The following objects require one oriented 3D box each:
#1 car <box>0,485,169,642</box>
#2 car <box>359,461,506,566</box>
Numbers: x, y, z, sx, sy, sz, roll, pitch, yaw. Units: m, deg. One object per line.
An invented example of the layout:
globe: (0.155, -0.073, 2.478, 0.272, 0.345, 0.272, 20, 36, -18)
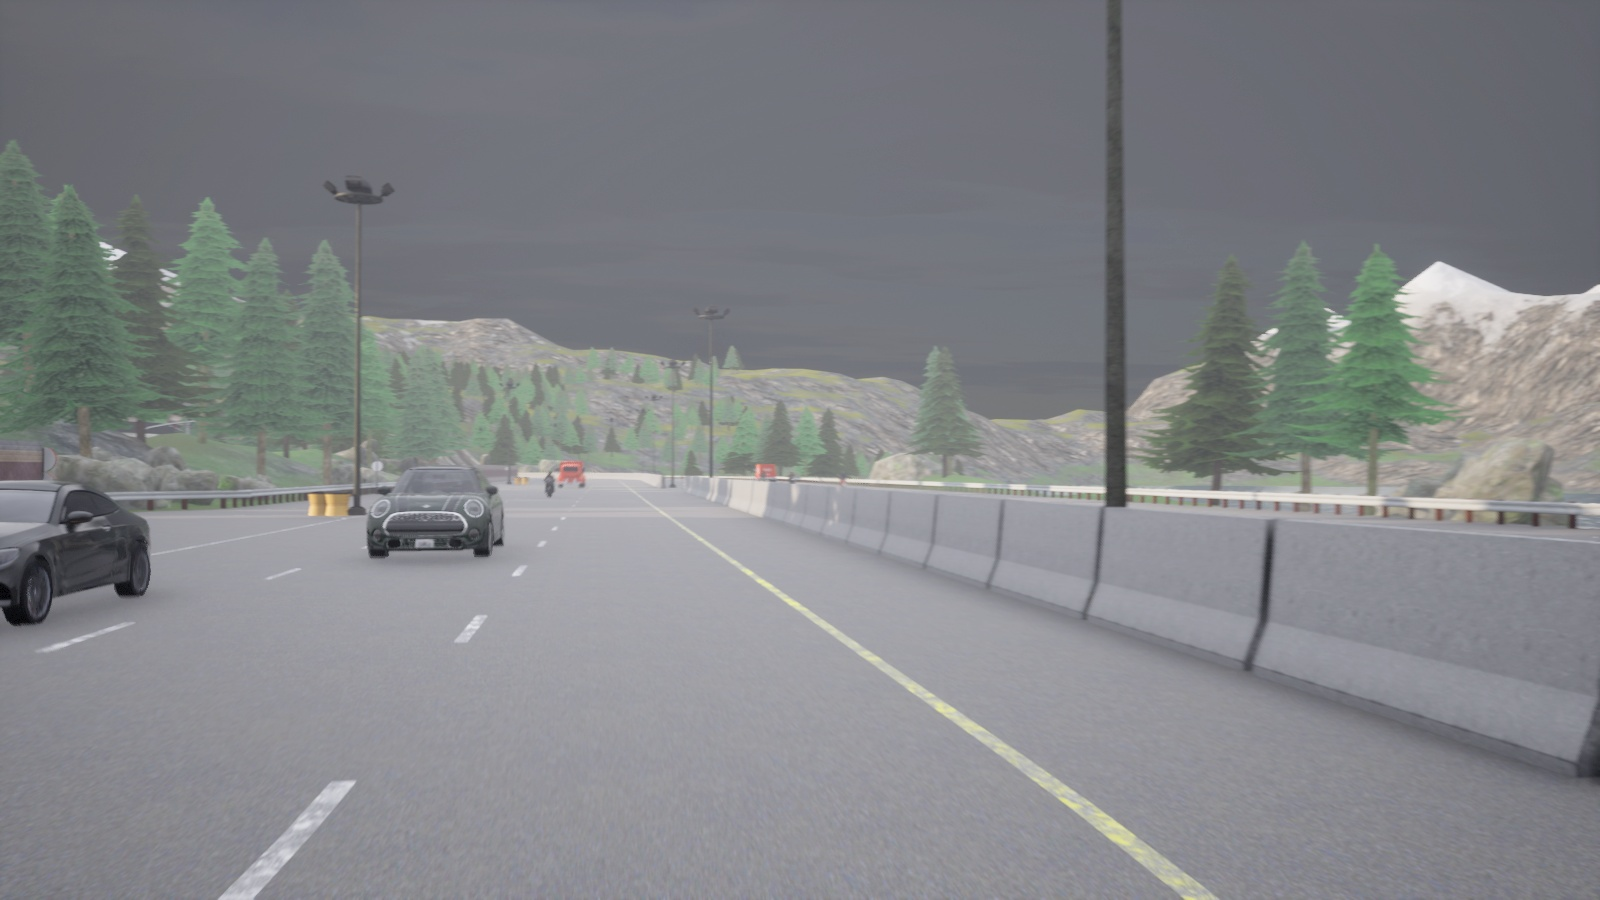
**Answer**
car: (-8.827, 1.142, 14.071, 1.812, 1.442, 4.674, 0, -1, -9)
car: (-6.834, 1.122, 23.827, 2.097, 1.767, 4.553, 0, -1, -9)
